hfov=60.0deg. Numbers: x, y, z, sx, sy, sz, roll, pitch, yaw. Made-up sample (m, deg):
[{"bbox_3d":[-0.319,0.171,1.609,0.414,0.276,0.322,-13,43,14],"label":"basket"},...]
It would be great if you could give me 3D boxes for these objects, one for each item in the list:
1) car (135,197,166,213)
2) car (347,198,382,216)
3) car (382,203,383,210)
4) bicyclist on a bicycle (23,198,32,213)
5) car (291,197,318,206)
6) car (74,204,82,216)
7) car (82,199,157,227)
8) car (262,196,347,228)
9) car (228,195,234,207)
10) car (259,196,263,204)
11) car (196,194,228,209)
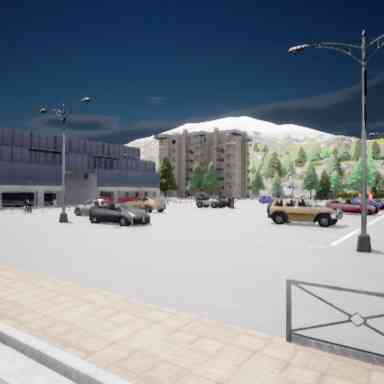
[{"bbox_3d":[-5.026,1.315,34.456,5.027,1.636,2.152,0,0,35],"label":"car"},{"bbox_3d":[15.124,1.458,31.589,4.514,1.523,2.007,0,0,35],"label":"car"},{"bbox_3d":[20.939,1.480,39.716,3.633,1.501,1.845,0,0,35],"label":"car"},{"bbox_3d":[-17.314,1.452,34.906,1.656,1.620,0.582,0,0,35],"label":"bicyclist on a bicycle"},{"bbox_3d":[18.911,1.547,55.857,3.806,1.475,1.970,0,0,35],"label":"car"},{"bbox_3d":[-8.475,1.393,29.035,3.806,1.475,1.970,0,0,35],"label":"car"},{"bbox_3d":[-4.844,1.457,21.969,4.514,1.523,2.007,0,0,35],"label":"car"},{"bbox_3d":[7.337,1.256,21.840,4.605,1.855,1.932,0,0,35],"label":"car"},{"bbox_3d":[3.719,1.260,47.501,4.605,1.855,1.932,0,0,35],"label":"car"},{"bbox_3d":[14.582,1.538,62.581,3.633,1.501,1.845,0,0,35],"label":"car"},{"bbox_3d":[2.375,1.239,44.893,3.866,1.878,1.905,0,0,35],"label":"car"}]
